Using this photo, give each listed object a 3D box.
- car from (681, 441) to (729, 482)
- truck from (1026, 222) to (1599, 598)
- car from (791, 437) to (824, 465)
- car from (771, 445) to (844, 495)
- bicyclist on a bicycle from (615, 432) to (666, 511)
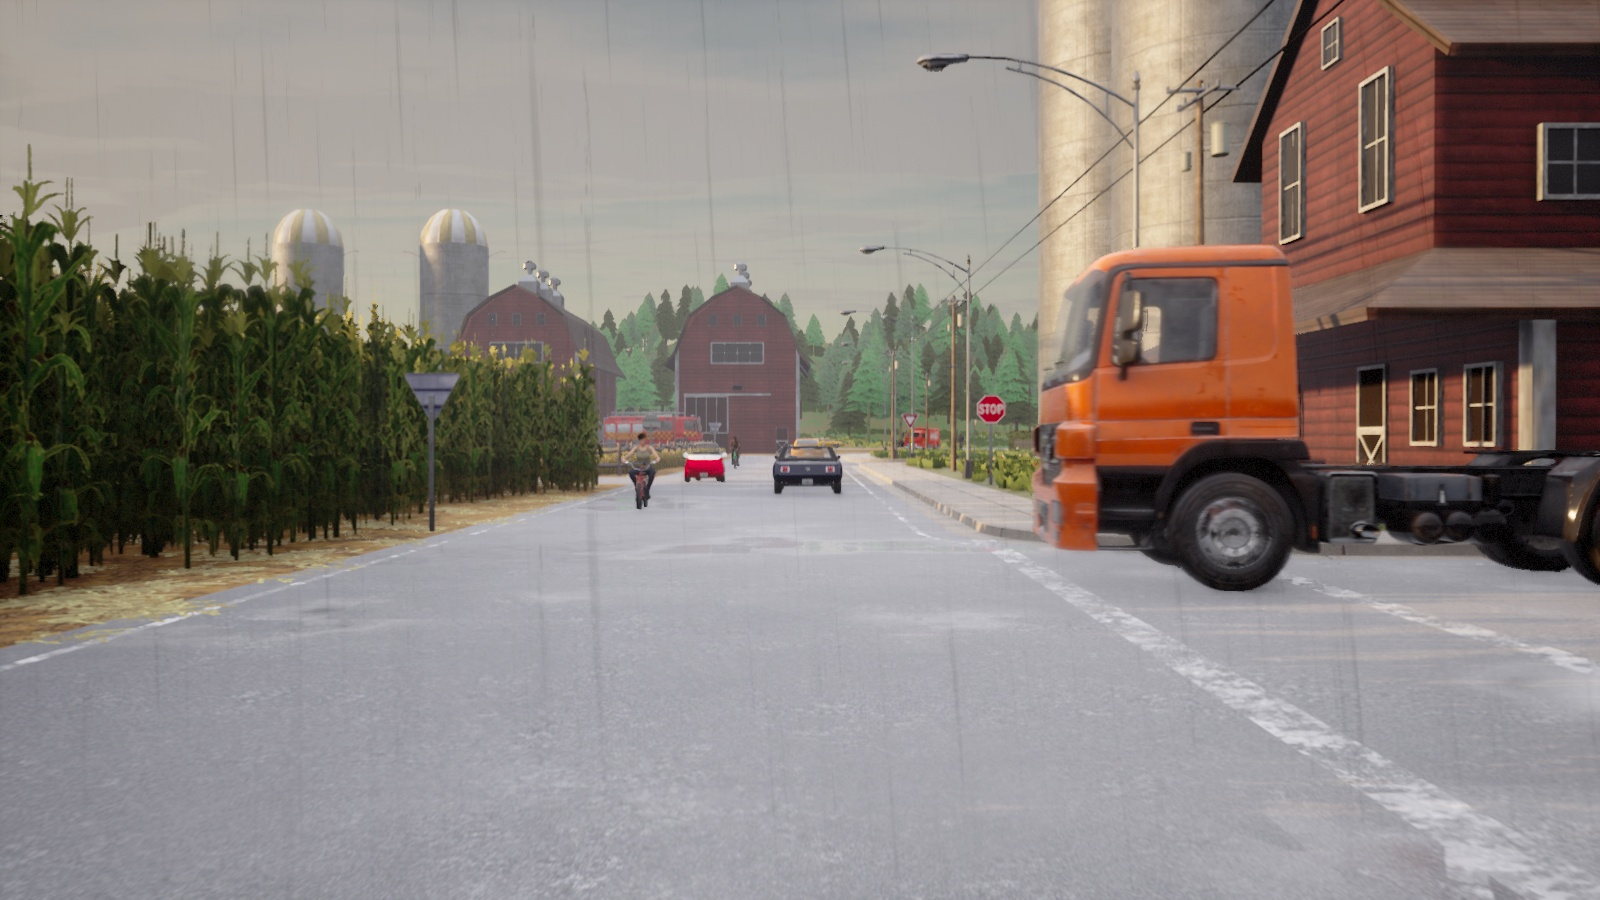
[{"bbox_3d":[-3.241,0.389,43.289,1.481,1.376,2.207,0,0,0],"label":"car"},{"bbox_3d":[6.501,-0.379,13.062,7.936,3.462,2.891,0,1,5],"label":"truck"},{"bbox_3d":[0.429,0.029,73.528,1.882,1.535,5.008,0,1,0],"label":"car"},{"bbox_3d":[0.213,0.514,35.169,1.895,1.301,4.718,0,1,0],"label":"car"},{"bbox_3d":[-3.341,0.430,26.419,0.866,1.612,1.509,0,1,0],"label":"bicyclist on a bicycle"}]
